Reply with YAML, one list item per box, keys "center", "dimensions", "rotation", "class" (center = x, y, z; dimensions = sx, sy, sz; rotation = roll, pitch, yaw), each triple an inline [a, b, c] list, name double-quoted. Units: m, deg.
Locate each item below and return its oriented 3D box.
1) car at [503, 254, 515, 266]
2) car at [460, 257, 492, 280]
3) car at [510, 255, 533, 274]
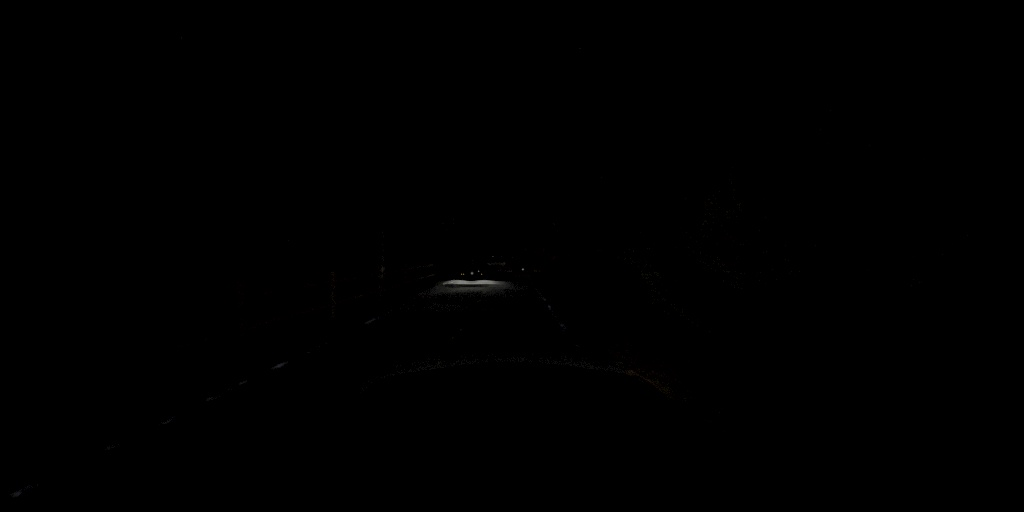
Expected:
- center: [0.027, 0.685, 52.930]
  dimensions: [1.812, 1.442, 4.674]
  rotation: [0, 1, 0]
  class: "car"
- center: [-2.826, 0.966, 27.762]
  dimensions: [1.837, 1.490, 4.892]
  rotation: [0, 1, 0]
  class: "car"
- center: [0.974, 0.895, 33.954]
  dimensions: [1.837, 1.490, 4.892]
  rotation: [0, 1, 0]
  class: "car"
